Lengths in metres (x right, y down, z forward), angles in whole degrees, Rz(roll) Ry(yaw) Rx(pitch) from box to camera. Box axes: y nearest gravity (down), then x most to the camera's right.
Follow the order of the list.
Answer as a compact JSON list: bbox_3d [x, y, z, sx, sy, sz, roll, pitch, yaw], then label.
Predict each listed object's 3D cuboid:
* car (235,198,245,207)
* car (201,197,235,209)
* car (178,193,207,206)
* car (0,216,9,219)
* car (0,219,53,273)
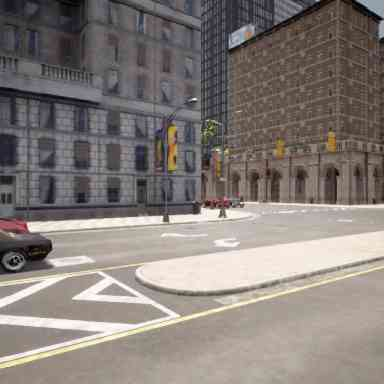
[{"bbox_3d":[5.663,1.492,49.027,2.128,1.511,4.902,0,0,-35],"label":"car"},{"bbox_3d":[3.234,1.478,46.396,1.882,1.535,5.008,0,0,-35],"label":"car"},{"bbox_3d":[0.024,1.221,57.127,2.150,2.045,5.566,0,0,-34],"label":"car"},{"bbox_3d":[-8.480,1.526,12.087,4.674,1.442,1.812,0,0,-35],"label":"car"},{"bbox_3d":[-6.535,1.601,9.182,4.718,1.301,1.895,0,0,-35],"label":"car"}]
